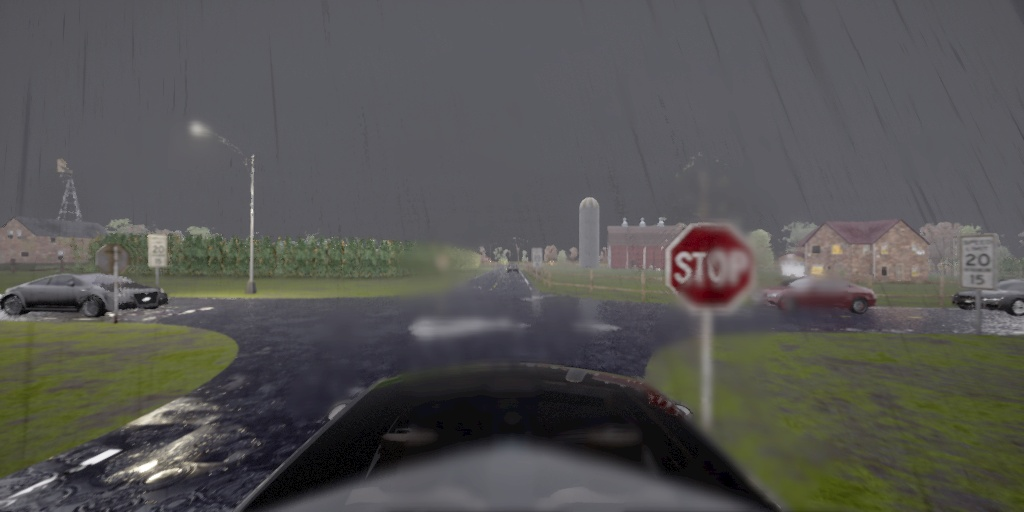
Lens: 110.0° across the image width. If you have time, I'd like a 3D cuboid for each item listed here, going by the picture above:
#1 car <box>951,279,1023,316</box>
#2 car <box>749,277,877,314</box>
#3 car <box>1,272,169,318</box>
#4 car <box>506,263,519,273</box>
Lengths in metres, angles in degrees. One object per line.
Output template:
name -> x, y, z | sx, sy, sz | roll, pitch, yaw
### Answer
car -> 22.149, 1.745, 15.519 | 4.892, 1.490, 1.837 | 1, 0, 0
car -> 12.930, 1.638, 15.531 | 4.674, 1.442, 1.812 | 1, 0, 1
car -> -14.560, 1.275, 12.390 | 4.181, 1.385, 1.994 | 1, 0, 1
car -> 0.147, 2.045, 60.201 | 1.837, 1.490, 4.892 | 0, -1, 0
